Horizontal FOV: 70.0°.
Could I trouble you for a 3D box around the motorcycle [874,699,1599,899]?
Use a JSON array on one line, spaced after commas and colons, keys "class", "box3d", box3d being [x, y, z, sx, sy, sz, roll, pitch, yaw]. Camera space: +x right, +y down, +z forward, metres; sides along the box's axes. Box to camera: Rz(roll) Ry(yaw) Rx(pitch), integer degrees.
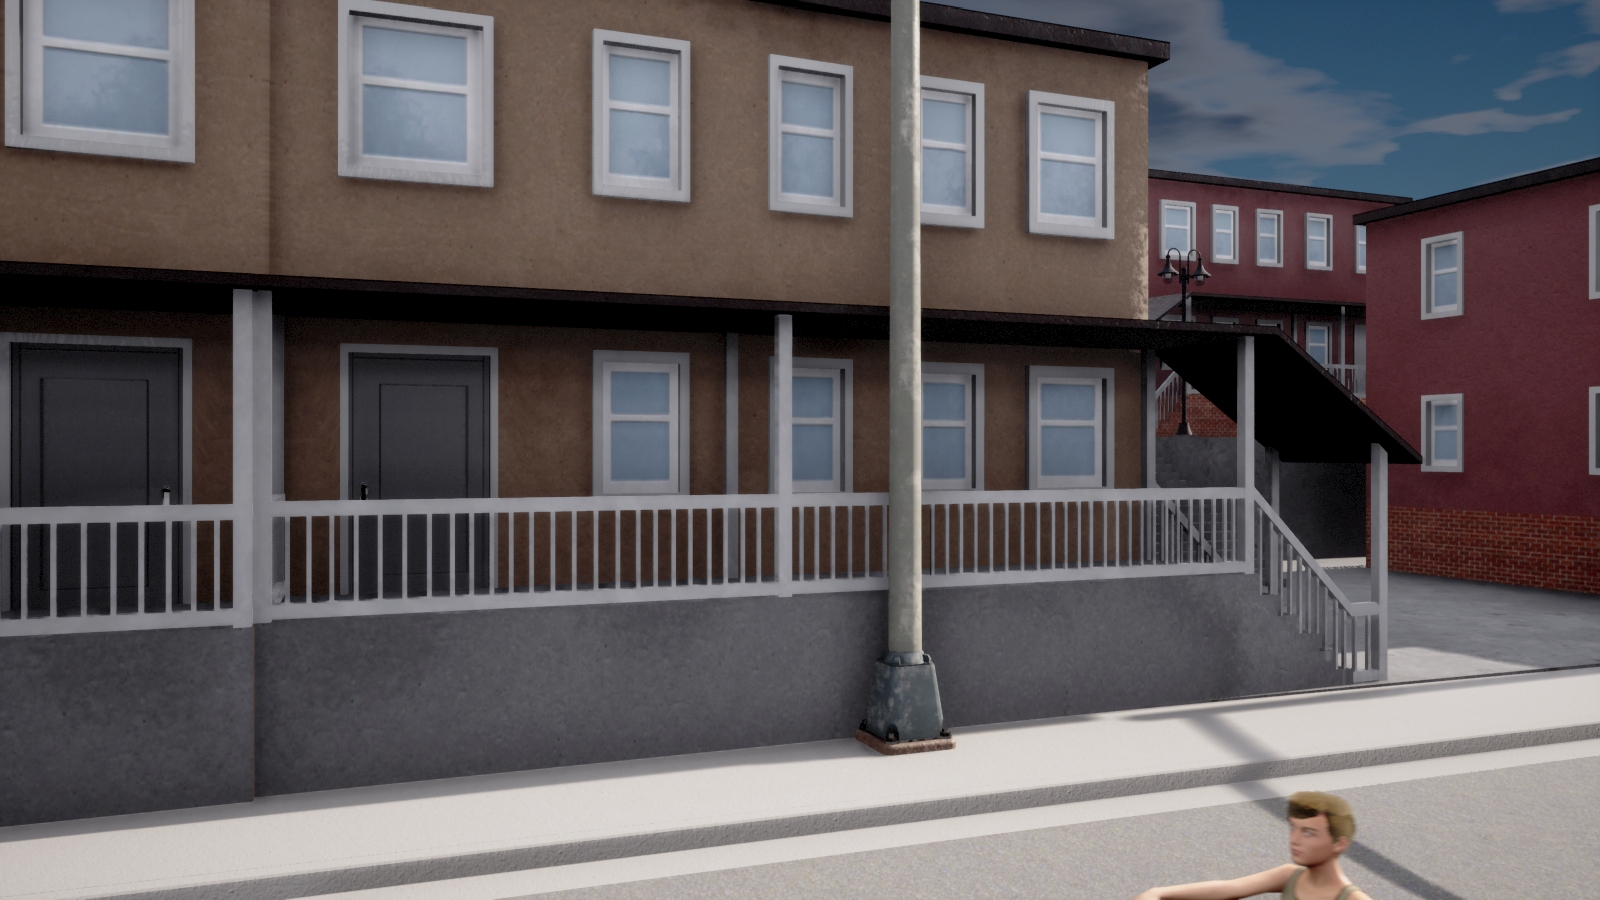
[{"class": "motorcycle", "box3d": [1.485, 1.908, 3.843, 2.356, 1.802, 0.764, 0, 0, -20]}]
